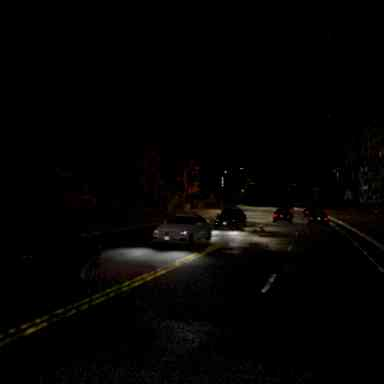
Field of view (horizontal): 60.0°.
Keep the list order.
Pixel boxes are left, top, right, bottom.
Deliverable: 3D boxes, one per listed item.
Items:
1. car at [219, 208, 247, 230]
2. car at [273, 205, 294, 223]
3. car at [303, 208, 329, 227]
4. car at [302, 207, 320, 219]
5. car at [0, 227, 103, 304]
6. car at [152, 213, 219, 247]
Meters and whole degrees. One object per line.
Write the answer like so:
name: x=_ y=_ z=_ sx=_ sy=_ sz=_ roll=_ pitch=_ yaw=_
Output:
car: x=3.144 y=2.077 z=26.477 sx=1.837 sy=1.490 sz=4.892 roll=1 pitch=-1 yaw=19
car: x=9.505 y=2.459 z=34.750 sx=2.033 sy=1.411 sz=5.357 roll=1 pitch=-1 yaw=18
car: x=12.047 y=2.481 z=31.914 sx=2.033 sy=1.411 sz=5.357 roll=1 pitch=-1 yaw=18
car: x=16.726 y=2.910 z=47.015 sx=2.033 sy=1.411 sz=5.357 roll=1 pitch=-1 yaw=17
car: x=-3.880 y=1.557 z=7.445 sx=1.812 sy=1.442 sz=4.674 roll=1 pitch=-1 yaw=21
car: x=-0.300 y=1.827 z=16.875 sx=1.812 sy=1.442 sz=4.674 roll=1 pitch=-1 yaw=20
